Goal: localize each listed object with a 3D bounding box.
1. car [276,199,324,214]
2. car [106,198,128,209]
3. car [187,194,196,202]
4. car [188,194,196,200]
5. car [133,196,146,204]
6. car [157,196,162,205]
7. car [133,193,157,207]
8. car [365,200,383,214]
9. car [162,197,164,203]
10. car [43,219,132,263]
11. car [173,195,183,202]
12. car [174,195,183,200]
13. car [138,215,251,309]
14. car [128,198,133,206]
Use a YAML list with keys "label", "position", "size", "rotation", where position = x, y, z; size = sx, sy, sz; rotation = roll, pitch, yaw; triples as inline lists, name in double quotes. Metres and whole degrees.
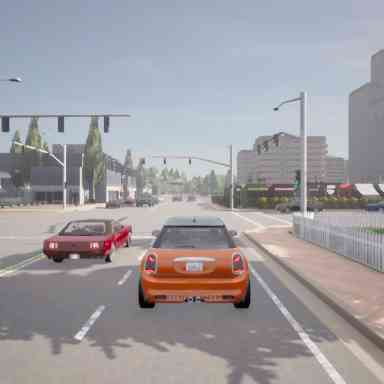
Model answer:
- label: "car"
  position: [11.249, 1.490, 34.718]
  size: [4.902, 1.511, 2.128]
  rotation: [0, 0, -2]
- label: "car"
  position: [-10.628, 1.561, 46.287]
  size: [1.994, 1.385, 4.181]
  rotation: [0, 0, 0]
- label: "car"
  position: [-0.051, 1.527, 77.391]
  size: [2.033, 1.411, 5.357]
  rotation: [0, 0, 0]
- label: "car"
  position: [-0.057, 1.393, 87.667]
  size: [2.128, 1.511, 4.902]
  rotation: [0, 0, 0]
- label: "car"
  position: [-10.561, 1.560, 67.133]
  size: [1.994, 1.385, 4.181]
  rotation: [0, 0, 1]
- label: "car"
  position: [-7.111, 1.561, 60.520]
  size: [1.994, 1.385, 4.181]
  rotation: [0, 0, 0]
- label: "car"
  position: [-7.129, 1.219, 51.114]
  size: [2.150, 2.045, 5.566]
  rotation: [0, 0, 1]
- label: "car"
  position: [20.893, 1.476, 34.962]
  size: [5.008, 1.535, 1.882]
  rotation: [0, 0, -2]
- label: "car"
  position: [-7.046, 1.520, 70.845]
  size: [1.812, 1.442, 4.674]
  rotation: [0, 0, 0]
- label: "car"
  position: [-3.424, 1.600, 11.949]
  size: [1.895, 1.301, 4.718]
  rotation: [0, 0, 0]
- label: "car"
  position: [-3.551, 1.509, 77.708]
  size: [1.812, 1.442, 4.674]
  rotation: [0, 0, 0]
- label: "car"
  position: [-3.557, 1.420, 87.663]
  size: [1.994, 1.385, 4.181]
  rotation: [0, 0, 0]
- label: "car"
  position: [0.059, 1.352, 8.056]
  size: [2.097, 1.767, 4.553]
  rotation: [0, 0, 0]
- label: "car"
  position: [-10.622, 1.598, 55.049]
  size: [1.895, 1.301, 4.718]
  rotation: [0, 0, 0]
